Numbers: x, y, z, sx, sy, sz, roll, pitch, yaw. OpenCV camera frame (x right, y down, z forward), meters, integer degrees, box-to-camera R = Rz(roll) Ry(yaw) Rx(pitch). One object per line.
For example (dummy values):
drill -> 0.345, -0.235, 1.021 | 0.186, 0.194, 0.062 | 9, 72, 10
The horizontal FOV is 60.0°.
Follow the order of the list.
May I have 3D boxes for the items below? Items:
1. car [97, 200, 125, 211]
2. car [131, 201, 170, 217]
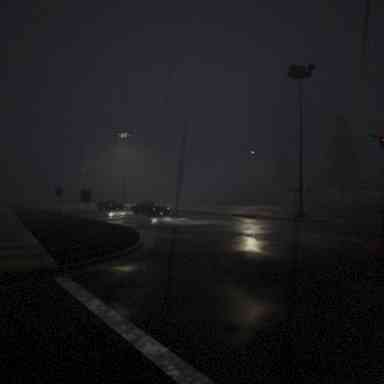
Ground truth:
car -> -9.615, 1.553, 39.299 | 1.895, 1.301, 4.718 | 0, 0, -34
car -> -3.937, 1.554, 31.110 | 1.895, 1.301, 4.718 | 0, 0, -35
